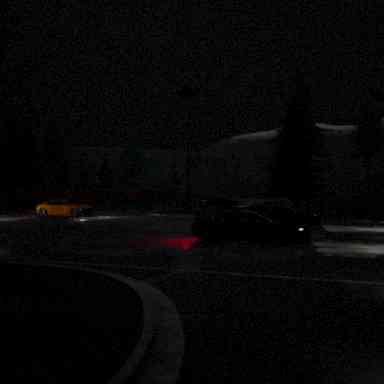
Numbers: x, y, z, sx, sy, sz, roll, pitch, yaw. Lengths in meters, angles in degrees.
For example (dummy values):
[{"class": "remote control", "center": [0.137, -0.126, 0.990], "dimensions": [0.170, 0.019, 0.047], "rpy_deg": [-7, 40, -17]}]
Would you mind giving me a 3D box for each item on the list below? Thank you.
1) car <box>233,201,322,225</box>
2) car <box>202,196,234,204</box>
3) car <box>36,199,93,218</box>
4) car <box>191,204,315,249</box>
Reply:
[{"class": "car", "center": [5.307, 1.390, 20.411], "dimensions": [4.902, 1.511, 2.128], "rpy_deg": [0, 0, 16]}, {"class": "car", "center": [3.462, 1.295, 42.103], "dimensions": [4.902, 1.511, 2.128], "rpy_deg": [0, 0, -37]}, {"class": "car", "center": [-11.036, 1.369, 28.777], "dimensions": [5.008, 1.535, 1.882], "rpy_deg": [0, 0, 16]}, {"class": "car", "center": [2.381, 1.424, 13.968], "dimensions": [4.902, 1.511, 2.128], "rpy_deg": [0, 0, 16]}]
